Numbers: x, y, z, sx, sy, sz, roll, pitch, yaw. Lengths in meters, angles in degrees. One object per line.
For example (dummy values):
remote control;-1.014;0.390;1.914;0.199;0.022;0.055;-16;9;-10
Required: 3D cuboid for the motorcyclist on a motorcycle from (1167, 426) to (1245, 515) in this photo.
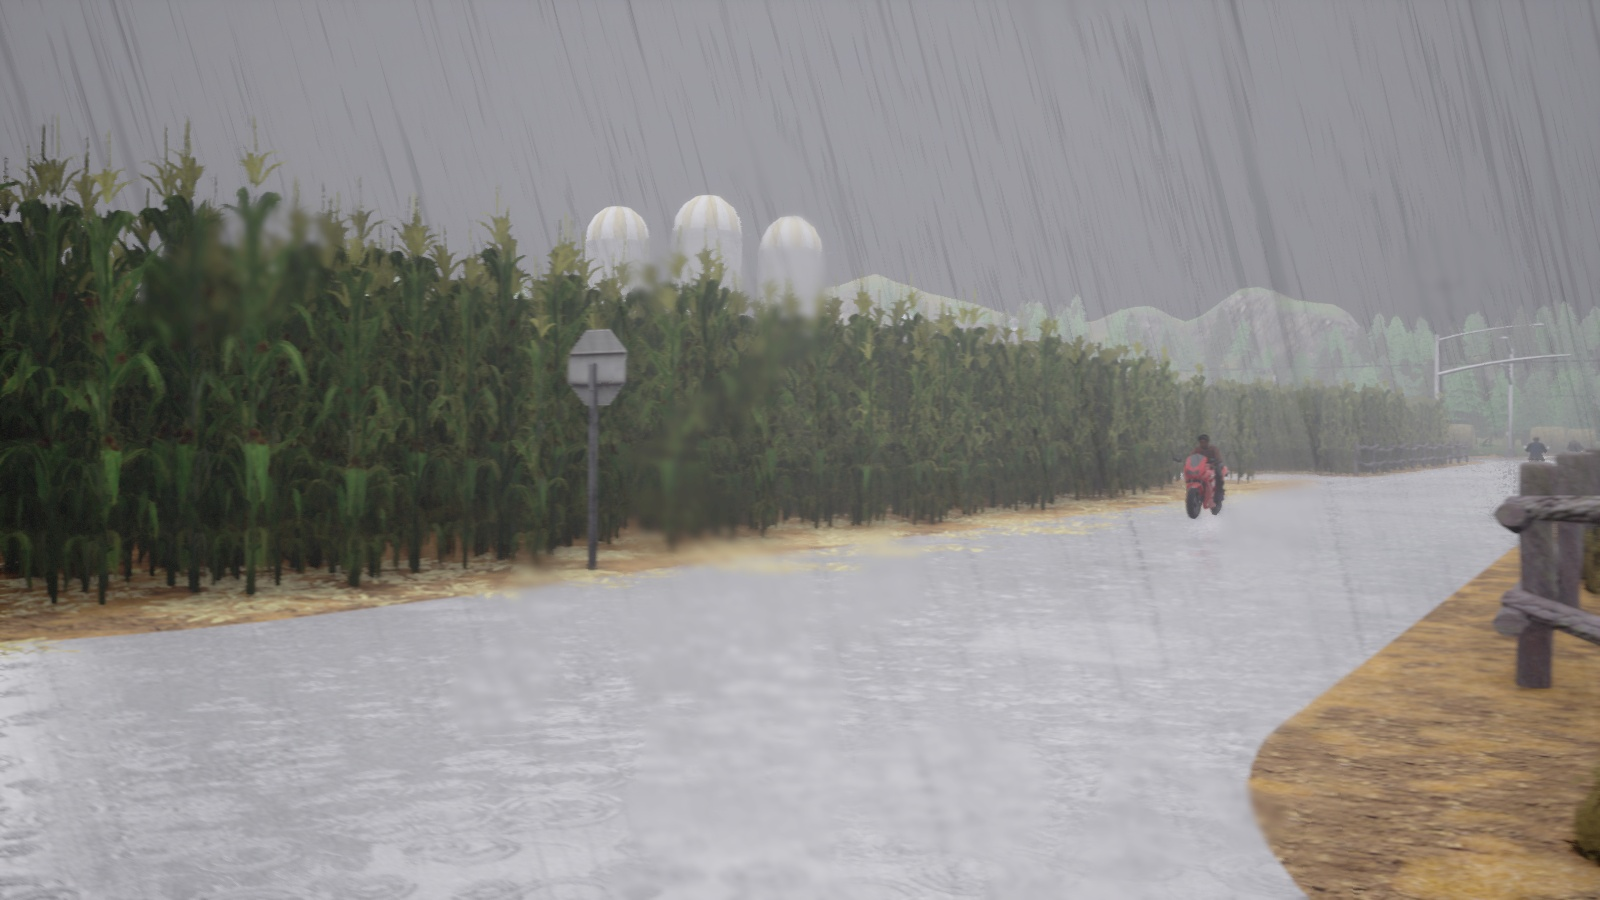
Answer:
motorcyclist on a motorcycle;7.376;0.340;22.743;0.797;1.523;2.044;0;1;34
